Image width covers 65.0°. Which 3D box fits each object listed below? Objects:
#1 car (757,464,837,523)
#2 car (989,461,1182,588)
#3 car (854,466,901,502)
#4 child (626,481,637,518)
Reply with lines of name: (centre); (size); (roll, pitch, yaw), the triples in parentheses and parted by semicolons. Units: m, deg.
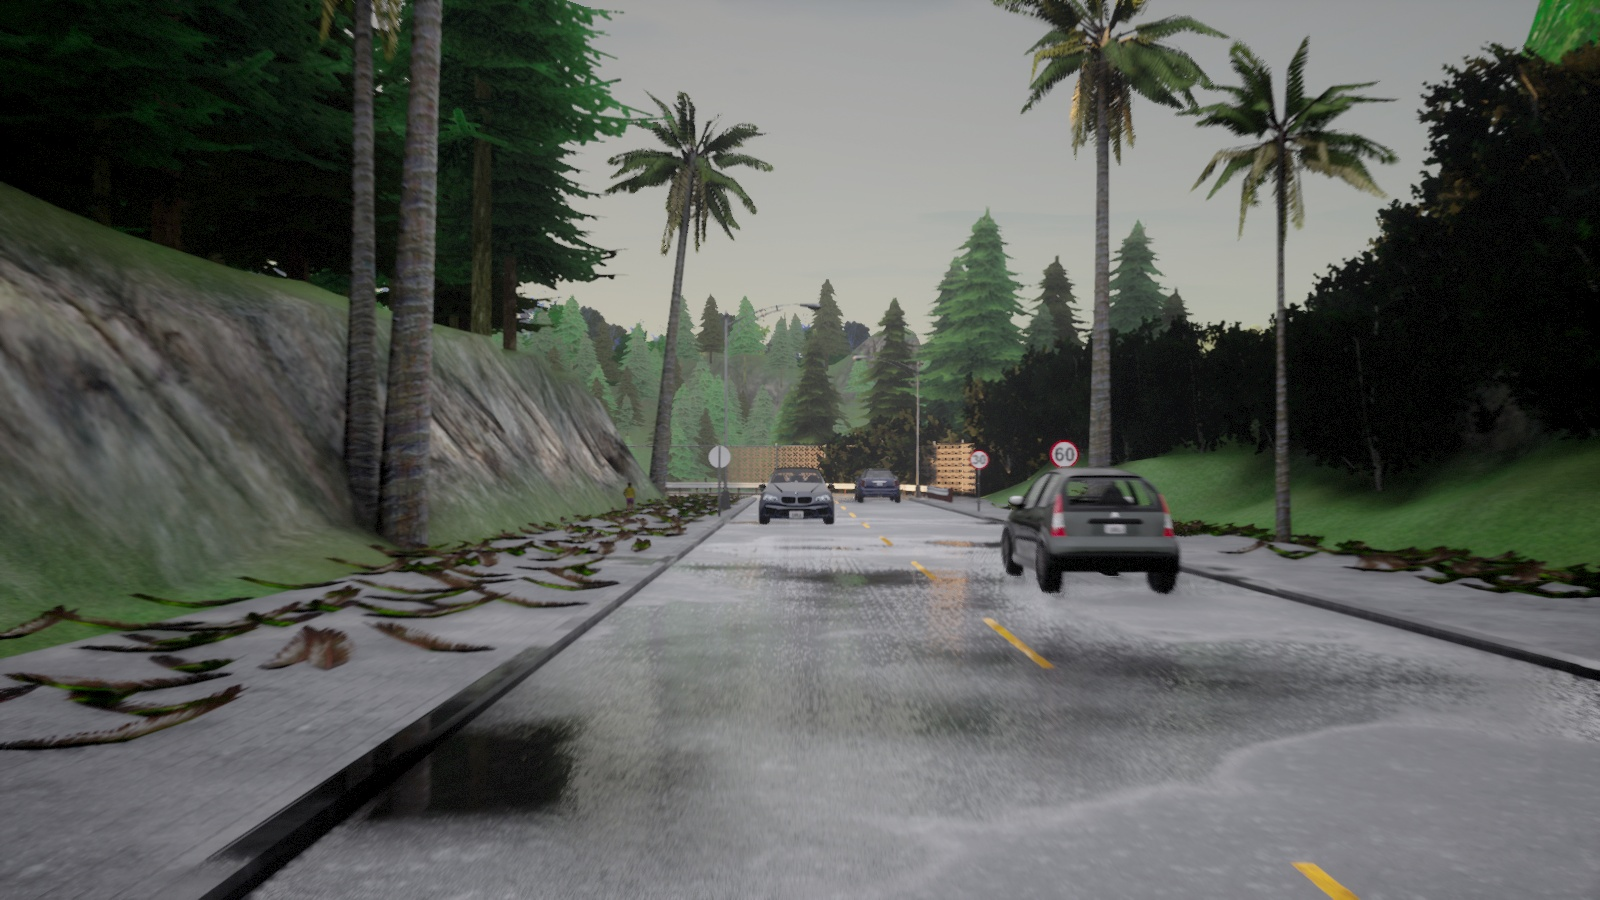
car: (-0.089, 1.277, 37.895); (2.242, 1.667, 4.611); (0, -1, 0)
car: (3.957, 0.991, 18.066); (1.851, 1.617, 3.988); (0, -1, 0)
car: (3.850, 1.686, 63.094); (2.097, 1.767, 4.553); (0, -1, 0)
child: (-5.396, 1.581, 40.173); (0.299, 1.160, 0.473); (0, -1, 0)
